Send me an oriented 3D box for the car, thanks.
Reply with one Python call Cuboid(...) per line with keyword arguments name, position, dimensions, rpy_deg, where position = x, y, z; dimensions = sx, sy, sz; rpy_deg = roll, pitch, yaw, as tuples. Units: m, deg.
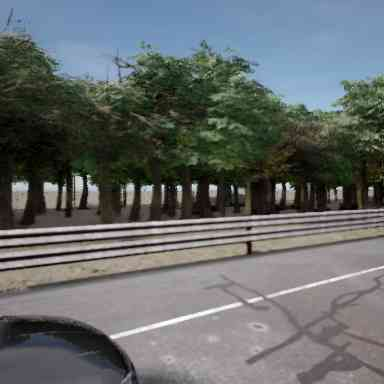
Cuboid(name="car", position=(-2.657, 1.489, 1.818), dimensions=(4.902, 1.511, 2.128), rpy_deg=(0, 0, -36))
